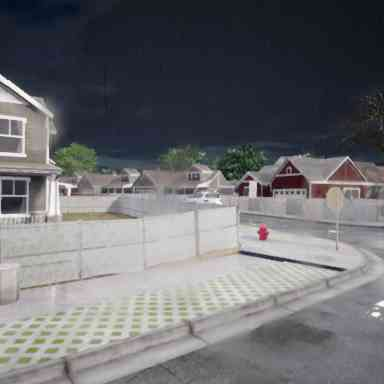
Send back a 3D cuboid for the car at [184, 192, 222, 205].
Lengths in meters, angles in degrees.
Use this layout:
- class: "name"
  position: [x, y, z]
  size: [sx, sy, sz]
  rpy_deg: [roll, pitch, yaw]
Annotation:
- class: "car"
  position: [1.089, 1.015, 34.911]
  size: [2.150, 2.045, 5.566]
  rpy_deg: [1, 0, -24]
